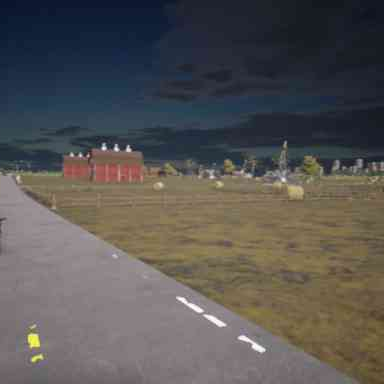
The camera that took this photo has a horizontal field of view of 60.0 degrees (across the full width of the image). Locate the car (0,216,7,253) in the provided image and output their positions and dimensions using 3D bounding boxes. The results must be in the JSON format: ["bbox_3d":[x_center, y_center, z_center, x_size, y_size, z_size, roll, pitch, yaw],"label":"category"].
[{"bbox_3d":[-7.794,1.240,11.813,2.128,1.511,4.902,0,1,-29],"label":"car"}]
